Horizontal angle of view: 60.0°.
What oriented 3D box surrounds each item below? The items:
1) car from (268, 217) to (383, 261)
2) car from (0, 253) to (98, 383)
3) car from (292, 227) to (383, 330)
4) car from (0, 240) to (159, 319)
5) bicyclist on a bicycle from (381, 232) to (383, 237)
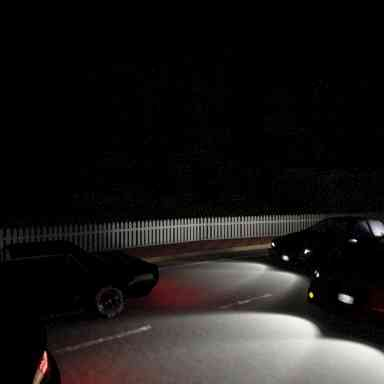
[{"bbox_3d":[5.129,1.543,10.953,5.357,1.411,2.033,0,0,-26],"label":"car"},{"bbox_3d":[-3.228,1.492,1.564,4.902,1.511,2.128,0,0,-35],"label":"car"},{"bbox_3d":[4.238,1.564,6.432,4.181,1.385,1.994,0,0,-30],"label":"car"},{"bbox_3d":[-3.071,1.601,5.871,4.718,1.301,1.895,0,0,-34],"label":"car"},{"bbox_3d":[6.252,1.483,9.959,0.582,1.620,1.656,0,2,-27],"label":"bicyclist on a bicycle"}]
